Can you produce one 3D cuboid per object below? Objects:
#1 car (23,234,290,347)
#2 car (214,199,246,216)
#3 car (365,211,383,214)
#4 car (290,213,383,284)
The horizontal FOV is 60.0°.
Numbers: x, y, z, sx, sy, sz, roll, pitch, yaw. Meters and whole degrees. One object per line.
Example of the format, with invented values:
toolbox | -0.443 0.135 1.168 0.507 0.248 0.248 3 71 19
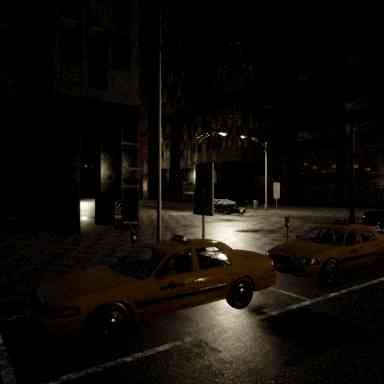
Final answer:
car | -0.468 1.526 6.305 4.829 1.417 1.752 0 0 -35
car | 2.987 1.418 31.501 2.128 1.511 4.902 0 0 -36
car | 12.728 1.525 18.975 5.357 1.411 2.033 0 0 45
car | 4.099 1.526 9.548 4.829 1.417 1.752 0 0 -35
